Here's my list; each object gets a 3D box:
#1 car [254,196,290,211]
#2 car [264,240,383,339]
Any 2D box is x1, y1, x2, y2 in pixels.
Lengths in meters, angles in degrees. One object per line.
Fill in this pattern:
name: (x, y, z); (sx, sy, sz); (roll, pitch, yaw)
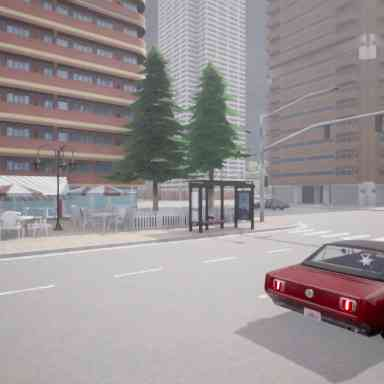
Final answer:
car: (9.972, 1.603, 42.739); (2.033, 1.411, 5.357); (0, 0, -36)
car: (3.663, 1.601, 6.421); (4.718, 1.301, 1.895); (0, 0, -36)
